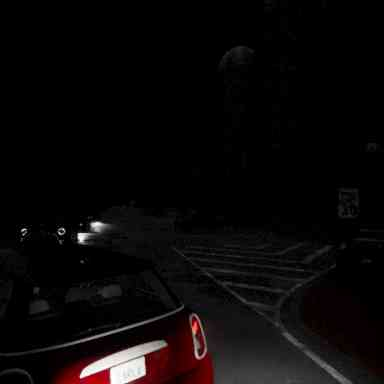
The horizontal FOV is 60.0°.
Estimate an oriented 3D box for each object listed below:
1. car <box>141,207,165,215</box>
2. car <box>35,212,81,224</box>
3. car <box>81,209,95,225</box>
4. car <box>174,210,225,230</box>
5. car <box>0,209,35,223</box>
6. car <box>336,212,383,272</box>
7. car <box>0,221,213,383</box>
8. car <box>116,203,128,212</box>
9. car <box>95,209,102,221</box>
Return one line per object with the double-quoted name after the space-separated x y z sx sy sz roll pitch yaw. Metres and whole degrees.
-6.900 3.321 59.190 4.181 1.381 1.994 0 -2 -13 "car"
-7.031 1.823 16.619 2.097 1.767 4.553 0 -2 -12 "car"
-9.099 2.312 26.177 2.033 1.411 5.357 0 -2 -12 "car"
0.570 2.264 27.051 3.988 1.617 1.851 0 -2 -13 "car"
-5.307 1.395 6.984 2.150 2.045 5.566 0 -2 -11 "car"
6.442 1.645 11.099 3.866 1.878 1.905 2 -2 -44 "car"
-1.898 1.438 4.118 2.097 1.767 4.553 1 -2 -42 "car"
-17.212 3.638 80.510 2.150 2.045 5.566 0 -2 -12 "car"
-12.232 2.737 41.045 1.895 1.301 4.718 0 -2 -12 "car"
